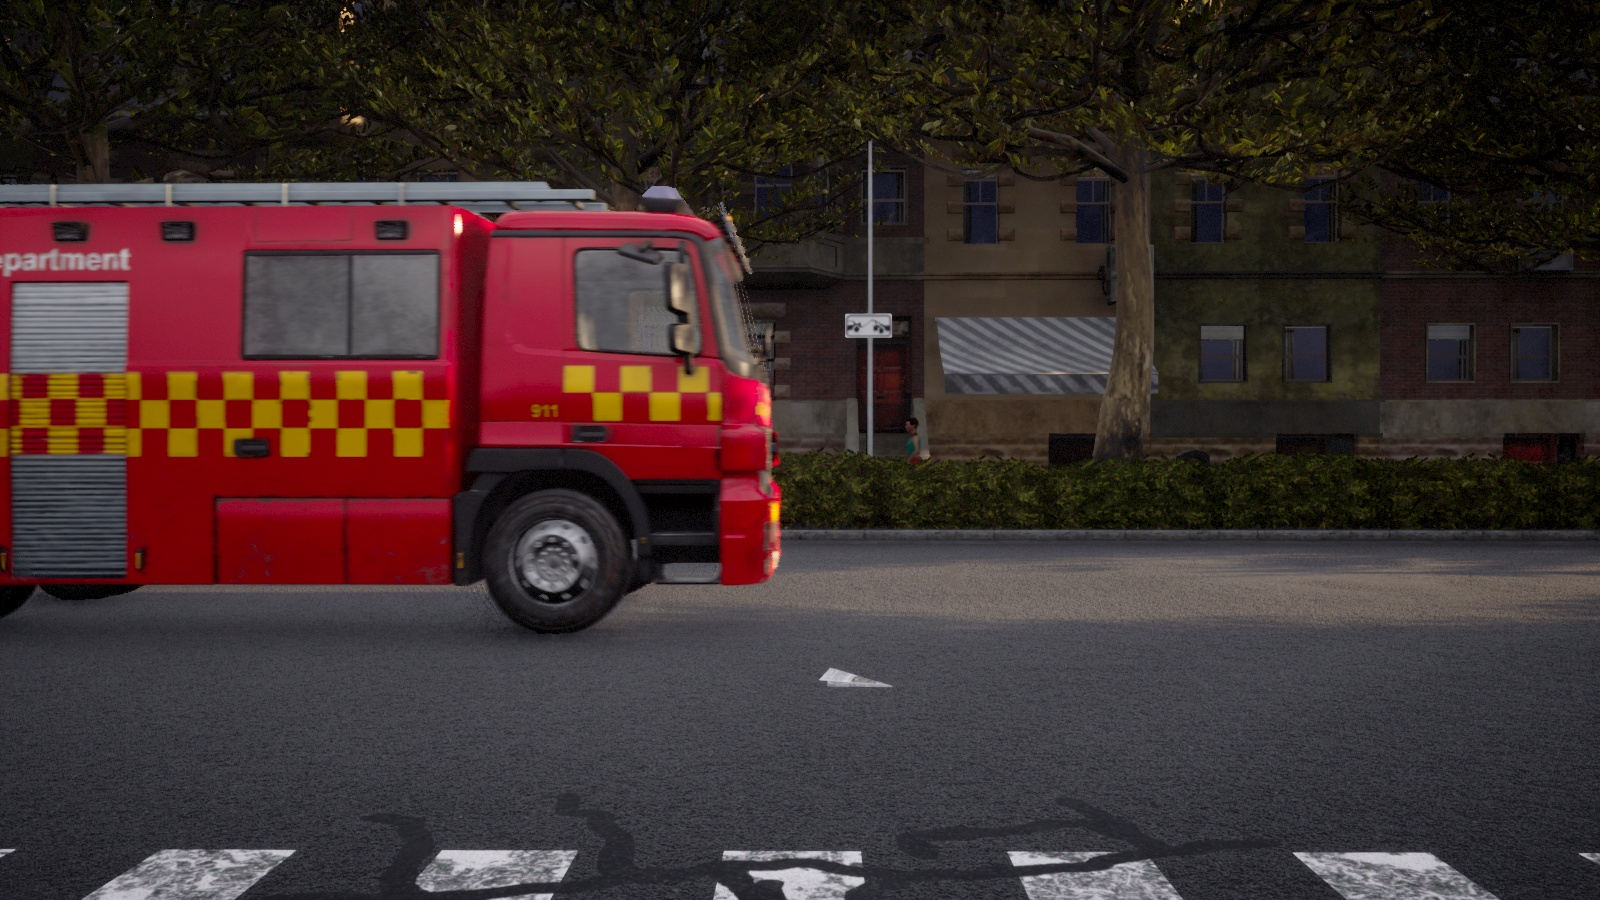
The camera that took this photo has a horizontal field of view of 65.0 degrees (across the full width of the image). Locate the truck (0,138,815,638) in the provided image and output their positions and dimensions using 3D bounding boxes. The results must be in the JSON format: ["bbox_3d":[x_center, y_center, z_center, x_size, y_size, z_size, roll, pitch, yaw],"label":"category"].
[{"bbox_3d":[-4.116,-0.484,11.158,8.468,3.827,2.891,0,0,1],"label":"truck"}]

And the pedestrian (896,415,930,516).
[{"bbox_3d":[2.068,0.275,23.054,0.594,1.836,0.345,0,0,0],"label":"pedestrian"}]
